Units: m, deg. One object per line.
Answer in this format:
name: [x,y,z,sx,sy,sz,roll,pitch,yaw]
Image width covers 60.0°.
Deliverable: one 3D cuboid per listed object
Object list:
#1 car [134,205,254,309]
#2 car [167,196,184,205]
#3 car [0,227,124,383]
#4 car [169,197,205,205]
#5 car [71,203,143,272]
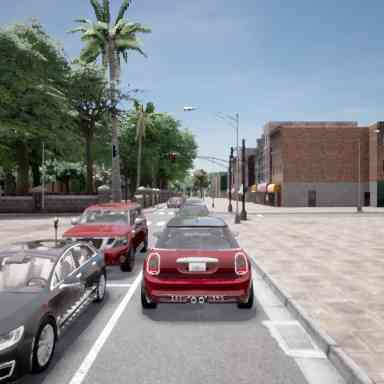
car: [0.098,1.354,8.028,2.097,1.767,4.553,0,0,0]
car: [-2.640,1.543,49.102,1.967,1.590,4.097,0,0,0]
car: [-2.638,1.551,5.489,2.008,1.369,4.403,0,0,0]
car: [0.075,1.363,17.802,2.097,1.767,4.553,0,0,-1]
car: [-2.639,1.318,10.953,2.192,1.841,5.009,0,0,0]
